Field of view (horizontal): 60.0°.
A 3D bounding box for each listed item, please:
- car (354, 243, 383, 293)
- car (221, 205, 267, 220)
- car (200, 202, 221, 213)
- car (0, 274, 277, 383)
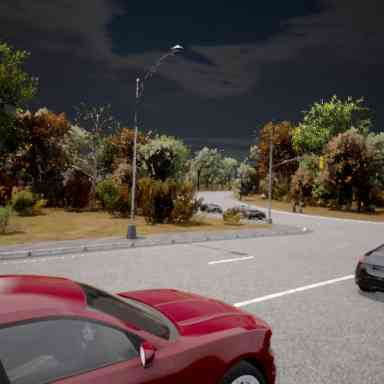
[{"bbox_3d":[5.734,1.661,7.892,4.181,1.385,1.994,1,-1,-35],"label":"car"},{"bbox_3d":[5.750,2.168,36.024,2.033,1.411,5.357,3,-1,-26],"label":"car"},{"bbox_3d":[2.509,2.071,44.727,1.994,1.385,4.181,3,0,-19],"label":"car"},{"bbox_3d":[-1.413,1.479,2.737,5.008,1.535,1.882,0,0,-36],"label":"car"}]
